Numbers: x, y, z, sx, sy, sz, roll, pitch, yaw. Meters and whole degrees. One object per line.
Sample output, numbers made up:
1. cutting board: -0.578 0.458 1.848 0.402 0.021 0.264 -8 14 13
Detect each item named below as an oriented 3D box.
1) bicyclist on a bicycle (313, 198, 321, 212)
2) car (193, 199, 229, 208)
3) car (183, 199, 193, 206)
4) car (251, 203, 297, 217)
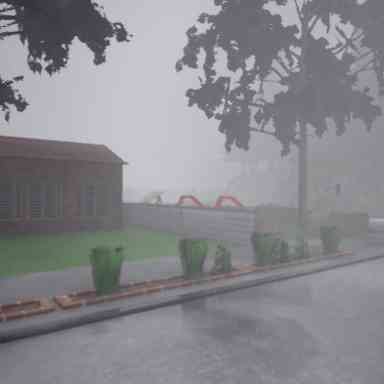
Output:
1. bicyclist on a bicycle: 14.912 1.571 39.758 1.656 1.620 0.582 0 0 -35
2. car: 2.655 1.769 42.497 1.895 1.301 4.718 0 0 -35
3. car: 0.267 1.741 52.898 2.033 1.411 5.357 0 0 -35
4. car: 8.453 1.769 34.351 1.895 1.301 4.718 0 0 -35
